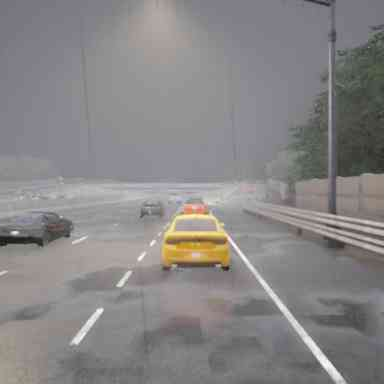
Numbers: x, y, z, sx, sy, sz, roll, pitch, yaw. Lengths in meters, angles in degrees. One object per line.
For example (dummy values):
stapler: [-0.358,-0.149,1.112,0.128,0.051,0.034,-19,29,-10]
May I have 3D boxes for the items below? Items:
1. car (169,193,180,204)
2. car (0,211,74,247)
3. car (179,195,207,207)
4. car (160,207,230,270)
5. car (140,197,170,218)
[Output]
car: [-3.262,1.183,64.907,2.150,2.045,5.566,0,0,0]
car: [-6.871,1.556,14.930,1.994,1.385,4.181,0,0,0]
car: [0.217,1.334,28.974,2.097,1.767,4.553,0,0,1]
car: [0.118,1.471,11.018,1.882,1.535,5.008,0,0,0]
car: [-3.402,1.474,29.708,2.128,1.511,4.902,0,0,0]
